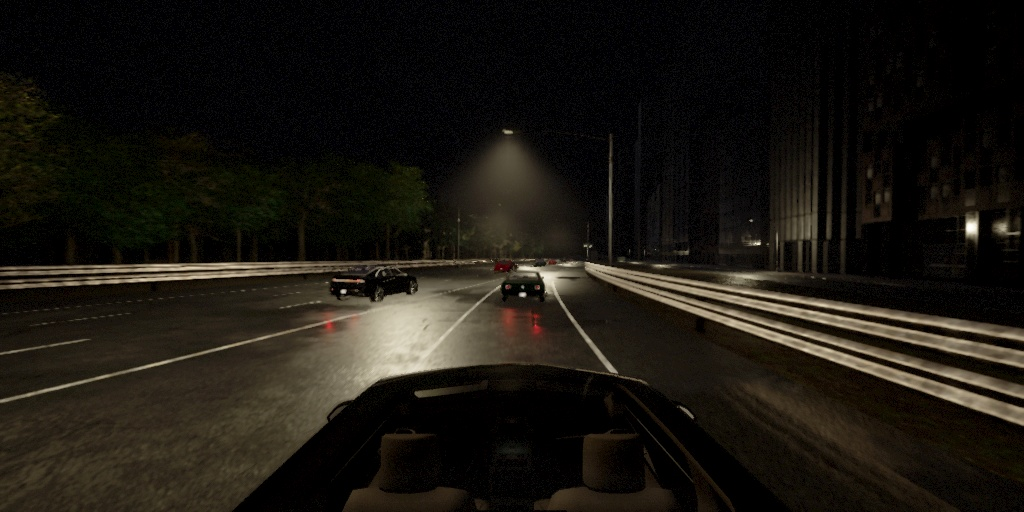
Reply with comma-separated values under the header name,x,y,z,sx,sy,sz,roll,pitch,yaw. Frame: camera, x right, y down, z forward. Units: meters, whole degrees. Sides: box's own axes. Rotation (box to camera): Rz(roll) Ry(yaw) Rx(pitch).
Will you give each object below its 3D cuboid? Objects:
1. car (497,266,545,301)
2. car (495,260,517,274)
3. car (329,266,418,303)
name,x,y,z,sx,sy,sz,roll,pitch,yaw
car,0.600,1.353,17.321,1.895,1.301,4.718,0,0,4
car,-0.612,1.252,41.307,1.882,1.535,5.008,1,0,12
car,-6.005,1.179,16.218,2.128,1.511,4.902,1,0,12
